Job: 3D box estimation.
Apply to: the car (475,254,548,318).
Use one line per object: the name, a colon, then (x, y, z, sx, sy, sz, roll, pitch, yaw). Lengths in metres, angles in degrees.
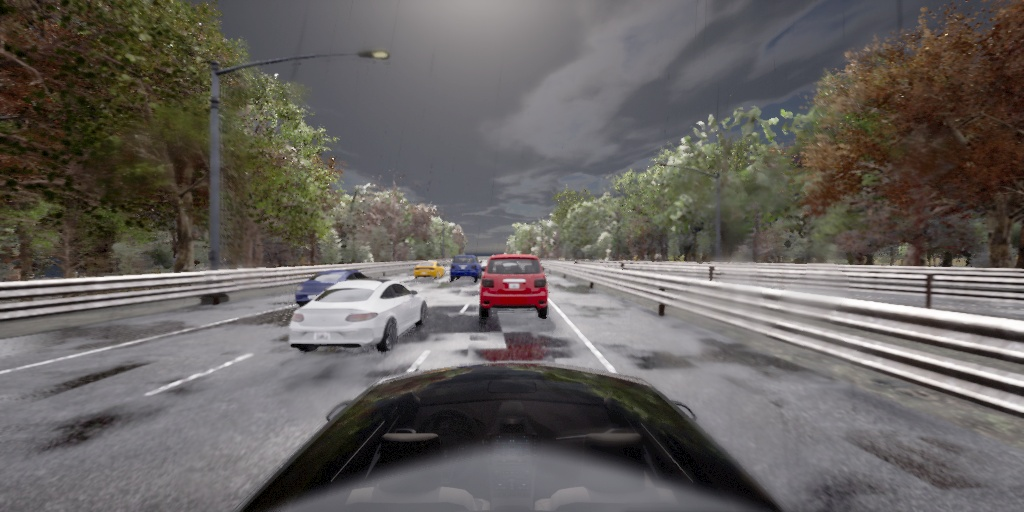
car: (0.048, 0.969, 13.148, 2.150, 2.045, 5.566, 0, 0, 0)

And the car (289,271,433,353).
car: (-3.426, 1.275, 8.753, 1.812, 1.442, 4.674, 0, 0, 0)

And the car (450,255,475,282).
car: (-3.658, 0.973, 29.101, 2.150, 2.045, 5.566, 0, 0, -1)

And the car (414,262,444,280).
car: (-7.209, 1.233, 31.635, 1.882, 1.535, 5.008, 0, 0, -1)

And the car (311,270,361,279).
car: (-6.968, 1.276, 14.771, 1.812, 1.442, 4.674, 0, 0, 0)
